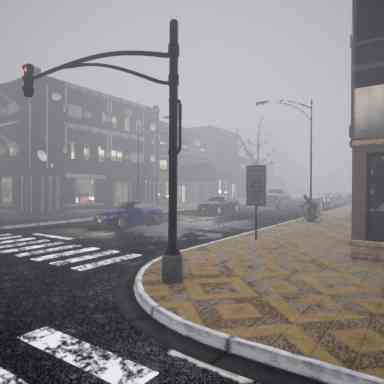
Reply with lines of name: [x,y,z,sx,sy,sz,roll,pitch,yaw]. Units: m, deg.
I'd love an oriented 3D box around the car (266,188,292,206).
car: [10.126,0.551,39.649,2.150,2.045,5.566,1,1,35]

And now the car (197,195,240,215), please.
car: [2.341,1.029,28.443,1.882,1.535,5.008,1,1,35]

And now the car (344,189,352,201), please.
car: [25.469,0.620,51.649,1.887,1.381,4.507,2,2,35]

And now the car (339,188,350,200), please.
car: [24.271,0.573,54.515,2.033,1.411,5.357,1,1,36]

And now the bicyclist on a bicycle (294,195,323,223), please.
bicyclist on a bicycle: [6.821,1.004,19.567,1.656,1.620,0.582,0,1,35]

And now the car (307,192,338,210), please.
car: [12.701,0.994,33.035,2.008,1.369,4.403,2,2,35]

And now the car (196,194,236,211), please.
car: [2.440,1.012,33.345,2.008,1.369,4.403,2,2,35]

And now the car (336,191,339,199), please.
car: [18.587,0.789,46.281,1.895,1.301,4.718,1,1,35]

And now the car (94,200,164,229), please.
car: [-3.609,1.248,19.848,1.812,1.442,4.674,1,1,37]
